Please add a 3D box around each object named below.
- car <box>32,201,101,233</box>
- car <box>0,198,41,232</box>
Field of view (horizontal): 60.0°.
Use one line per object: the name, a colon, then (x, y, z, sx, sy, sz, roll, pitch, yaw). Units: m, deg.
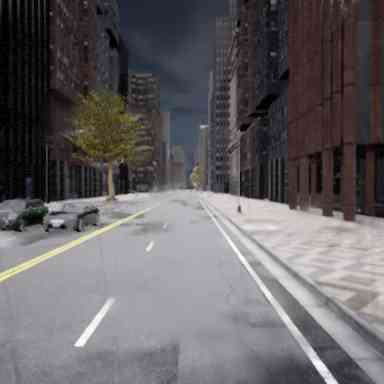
car: (-6.530, 1.332, 18.533, 2.128, 1.511, 4.902, 0, 0, 1)
car: (-9.781, 1.190, 18.600, 2.097, 1.767, 4.553, 0, 1, 1)
